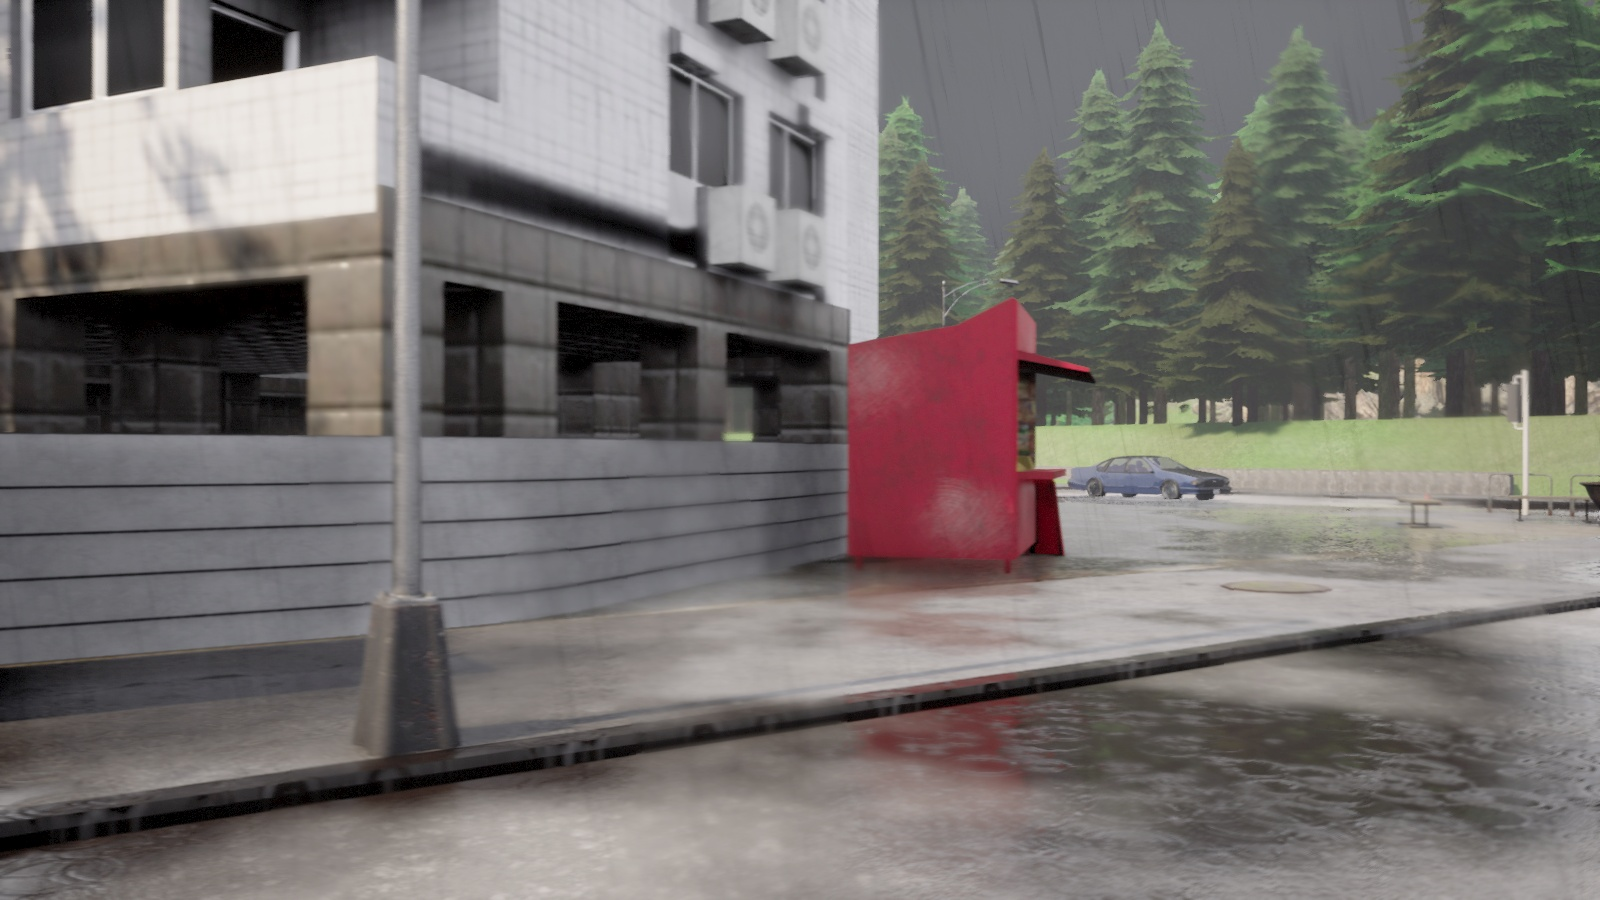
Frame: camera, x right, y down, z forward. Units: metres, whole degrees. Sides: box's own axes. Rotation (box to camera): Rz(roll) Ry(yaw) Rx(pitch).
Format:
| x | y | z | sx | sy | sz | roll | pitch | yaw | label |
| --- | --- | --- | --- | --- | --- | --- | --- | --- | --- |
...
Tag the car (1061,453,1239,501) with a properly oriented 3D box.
| x | y | z | sx | sy | sz | roll | pitch | yaw | label |
| --- | --- | --- | --- | --- | --- | --- | --- | --- | --- |
| 10.998 | 0.820 | 39.867 | 2.033 | 1.411 | 5.357 | 0 | 0 | -35 | car |
